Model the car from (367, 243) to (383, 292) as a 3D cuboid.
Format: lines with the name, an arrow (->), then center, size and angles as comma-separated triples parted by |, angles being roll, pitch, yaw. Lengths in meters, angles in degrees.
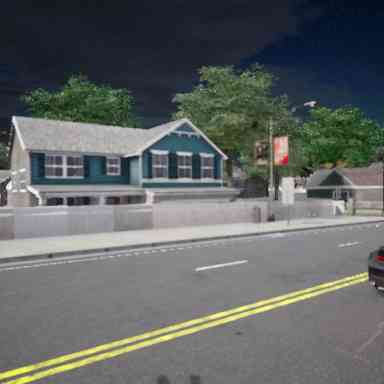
car -> 5.938, 1.508, 7.674 | 4.892, 1.490, 1.837 | 0, 0, -35
